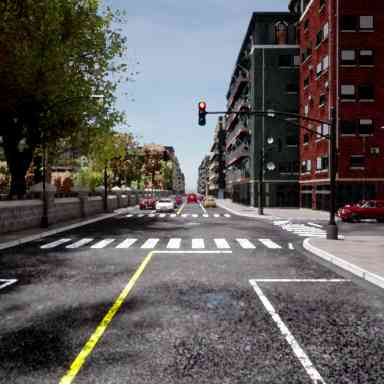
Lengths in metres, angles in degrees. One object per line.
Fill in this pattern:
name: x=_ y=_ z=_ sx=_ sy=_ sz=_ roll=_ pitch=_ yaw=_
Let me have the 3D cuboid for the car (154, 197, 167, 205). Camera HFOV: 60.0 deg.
car: x=-5.660 y=1.566 z=60.542 sx=1.887 sy=1.381 sz=4.507 roll=0 pitch=0 yaw=0

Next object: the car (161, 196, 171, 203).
car: x=-5.654 y=1.612 z=71.612 sx=1.802 sy=1.307 sz=4.206 roll=0 pitch=0 yaw=0

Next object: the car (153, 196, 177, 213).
car: x=-3.045 y=1.531 z=37.964 sx=1.812 sy=1.442 sz=4.674 roll=0 pitch=0 yaw=0

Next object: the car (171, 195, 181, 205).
car: x=-3.067 y=1.559 z=47.673 sx=2.033 sy=1.411 sz=5.357 roll=0 pitch=0 yaw=0

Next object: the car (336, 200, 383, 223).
car: x=14.631 y=1.591 z=27.353 sx=5.009 sy=1.841 sz=2.192 roll=1 pitch=-1 yaw=0

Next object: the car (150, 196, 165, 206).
car: x=-5.663 y=1.457 z=55.007 sx=1.967 sy=1.590 sz=4.097 roll=0 pitch=0 yaw=0

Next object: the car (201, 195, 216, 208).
car: x=2.715 y=1.538 z=49.638 sx=1.752 sy=1.417 sz=4.829 roll=0 pitch=0 yaw=0

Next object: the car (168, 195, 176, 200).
car: x=-5.642 y=1.579 z=93.583 sx=1.752 sy=1.417 sz=4.829 roll=0 pitch=0 yaw=0

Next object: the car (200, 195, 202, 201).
car: x=2.718 y=1.561 z=55.003 sx=1.887 sy=1.381 sz=4.507 roll=0 pitch=0 yaw=0

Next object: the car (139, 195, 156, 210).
car: x=-5.669 y=1.324 z=43.937 sx=2.192 sy=1.841 sz=5.009 roll=0 pitch=0 yaw=0

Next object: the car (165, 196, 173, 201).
car: x=-5.647 y=1.623 z=82.683 sx=1.802 sy=1.307 sz=4.206 roll=0 pitch=0 yaw=0

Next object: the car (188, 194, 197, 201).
car: x=0.044 y=1.305 z=79.641 sx=2.097 sy=1.767 sz=4.553 roll=0 pitch=0 yaw=0

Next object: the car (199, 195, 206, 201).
car: x=2.736 y=1.592 z=88.214 sx=1.887 sy=1.381 sz=4.507 roll=0 pitch=0 yaw=0

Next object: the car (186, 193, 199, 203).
car: x=0.039 y=1.250 z=69.281 sx=2.150 sy=2.045 sz=5.566 roll=0 pitch=0 yaw=0

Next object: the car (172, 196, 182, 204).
car: x=-2.962 y=1.553 z=67.690 sx=1.812 sy=1.442 sz=4.674 roll=0 pitch=0 yaw=0

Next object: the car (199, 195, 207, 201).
car: x=2.733 y=1.586 z=82.679 sx=1.887 sy=1.381 sz=4.507 roll=0 pitch=0 yaw=0

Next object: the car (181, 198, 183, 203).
car: x=-3.037 y=1.496 z=57.565 sx=1.882 sy=1.535 sz=5.008 roll=0 pitch=0 yaw=1
